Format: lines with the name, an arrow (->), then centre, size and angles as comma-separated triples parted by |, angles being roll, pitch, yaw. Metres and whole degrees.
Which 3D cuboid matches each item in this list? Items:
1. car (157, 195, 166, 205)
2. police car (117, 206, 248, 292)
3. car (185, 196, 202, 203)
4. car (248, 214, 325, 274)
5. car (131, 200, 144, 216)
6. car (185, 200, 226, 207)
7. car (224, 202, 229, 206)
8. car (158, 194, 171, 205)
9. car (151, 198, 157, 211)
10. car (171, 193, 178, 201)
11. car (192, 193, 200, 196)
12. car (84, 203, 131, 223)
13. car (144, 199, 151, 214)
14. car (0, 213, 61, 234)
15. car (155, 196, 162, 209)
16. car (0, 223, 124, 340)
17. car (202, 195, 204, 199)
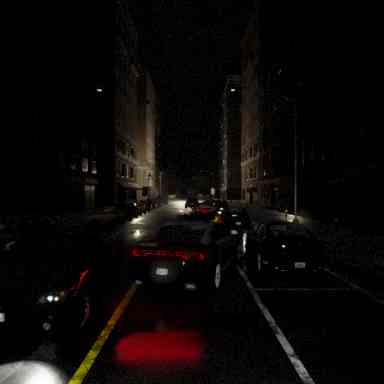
car -> -5.361, 1.541, 48.211 | 2.008, 1.369, 4.403 | 0, 0, 0
police car -> 0.146, 1.424, 9.270 | 1.930, 1.638, 5.238 | 0, 0, 17
car -> 0.032, 1.556, 45.540 | 1.994, 1.385, 4.181 | 0, 0, 0
car -> 2.642, 1.550, 10.308 | 2.008, 1.369, 4.403 | 0, 0, 0
car -> -5.374, 1.564, 26.559 | 1.947, 1.339, 4.313 | 0, 0, 0
car -> 0.728, 1.454, 19.048 | 1.801, 1.575, 5.366 | 0, 0, 2
car -> 2.648, 1.549, 21.133 | 2.008, 1.369, 4.403 | 0, 0, 0
car -> -5.355, 1.297, 59.036 | 2.192, 1.841, 5.009 | 0, 0, 0
car -> -5.368, 1.578, 37.385 | 1.802, 1.307, 4.206 | 0, 0, 0
car -> -5.340, 1.513, 85.499 | 2.008, 1.369, 4.403 | 0, 0, 0
car -> 0.033, 1.459, 59.382 | 1.882, 1.535, 5.008 | 0, 0, 0
car -> -5.377, 1.524, 20.977 | 1.752, 1.417, 4.829 | 0, 0, 0
car -> -5.371, 1.522, 31.802 | 1.752, 1.417, 4.829 | 0, 0, 0
car -> -5.383, 1.440, 10.321 | 1.967, 1.590, 4.097 | 0, 0, 0
car -> -5.364, 1.544, 42.798 | 2.008, 1.369, 4.403 | 0, 0, 0
car -> -2.746, 1.563, 6.634 | 1.994, 1.385, 4.181 | 0, 0, 0
car -> 2.664, 1.515, 48.367 | 1.752, 1.417, 4.829 | 0, 0, 0
